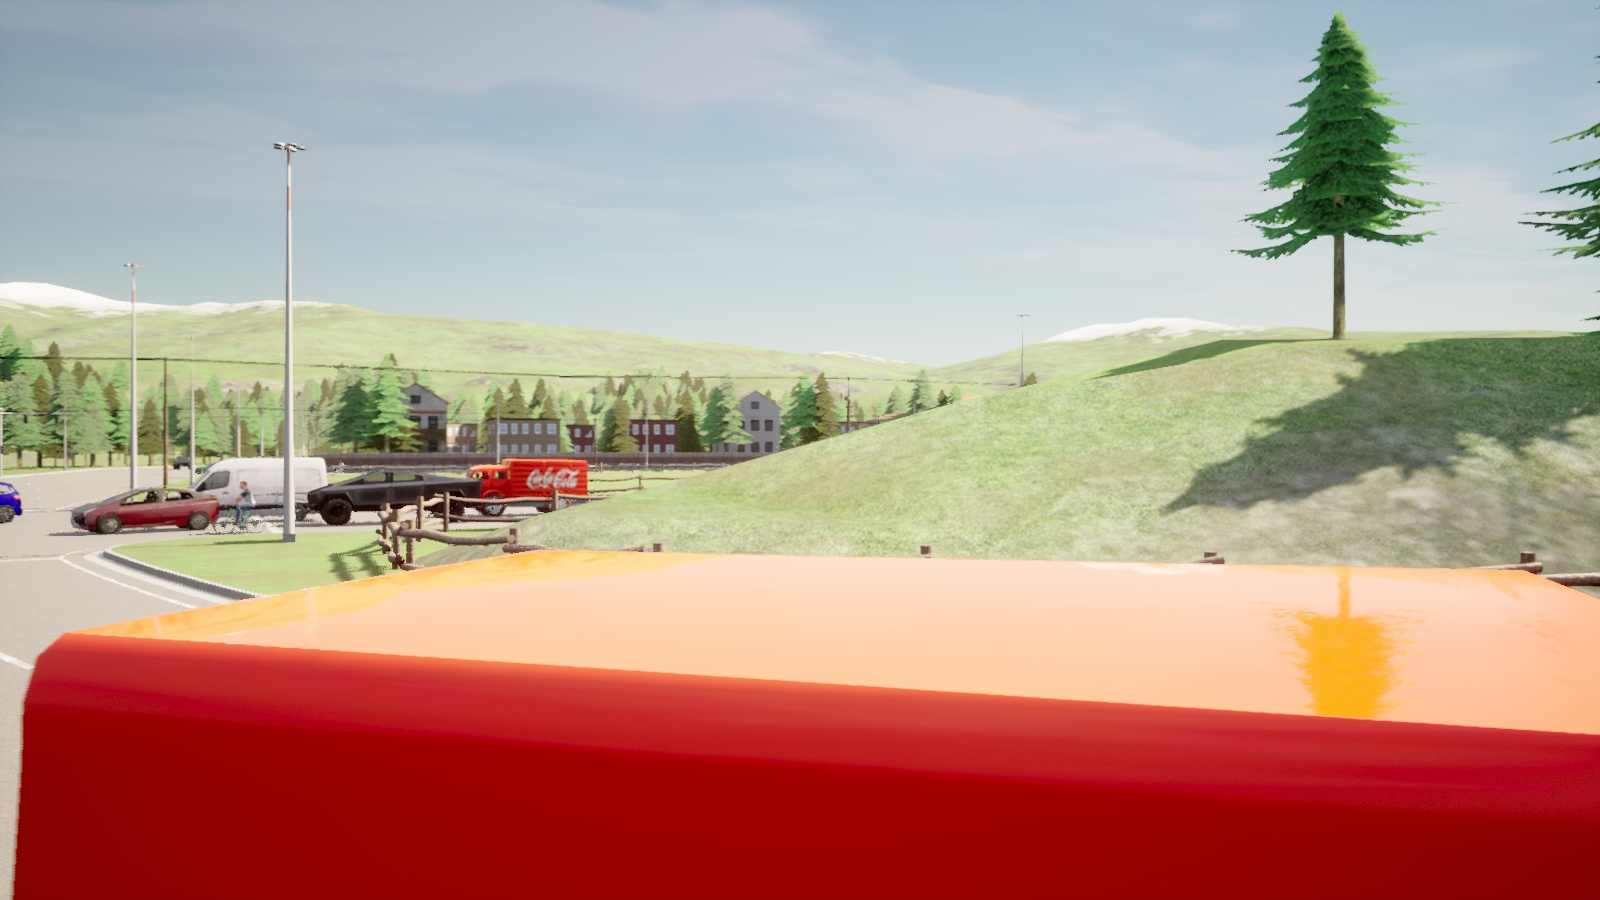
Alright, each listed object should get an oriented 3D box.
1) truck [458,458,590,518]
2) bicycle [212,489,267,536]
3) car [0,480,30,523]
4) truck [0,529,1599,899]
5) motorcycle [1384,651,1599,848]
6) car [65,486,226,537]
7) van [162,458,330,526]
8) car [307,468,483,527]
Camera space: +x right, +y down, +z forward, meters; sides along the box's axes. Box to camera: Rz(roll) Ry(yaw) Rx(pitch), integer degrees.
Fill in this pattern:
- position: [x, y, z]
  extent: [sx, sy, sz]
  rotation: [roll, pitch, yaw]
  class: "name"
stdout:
- position: [-12.121, 1.632, 50.117]
  extent: [5.204, 2.467, 2.627]
  rotation: [1, 0, -25]
  class: "truck"
- position: [-19.005, 2.111, 38.764]
  extent: [1.643, 1.496, 0.373]
  rotation: [-1, 2, -39]
  class: "bicycle"
- position: [-32.894, 2.043, 44.191]
  extent: [2.242, 1.667, 4.611]
  rotation: [-1, 0, 31]
  class: "car"
- position: [1.066, 1.571, 2.583]
  extent: [5.204, 2.467, 2.627]
  rotation: [0, 1, 20]
  class: "truck"
- position: [5.506, 2.187, 8.412]
  extent: [2.033, 1.199, 0.803]
  rotation: [0, -2, 18]
  class: "motorcycle"
- position: [-22.881, 2.101, 40.039]
  extent: [2.007, 1.525, 4.514]
  rotation: [0, 0, 45]
  class: "car"
- position: [-21.967, 1.598, 45.421]
  extent: [5.915, 2.561, 1.988]
  rotation: [0, -1, -29]
  class: "van"
- position: [-15.775, 1.809, 44.578]
  extent: [6.274, 2.098, 2.390]
  rotation: [0, 0, -25]
  class: "car"
